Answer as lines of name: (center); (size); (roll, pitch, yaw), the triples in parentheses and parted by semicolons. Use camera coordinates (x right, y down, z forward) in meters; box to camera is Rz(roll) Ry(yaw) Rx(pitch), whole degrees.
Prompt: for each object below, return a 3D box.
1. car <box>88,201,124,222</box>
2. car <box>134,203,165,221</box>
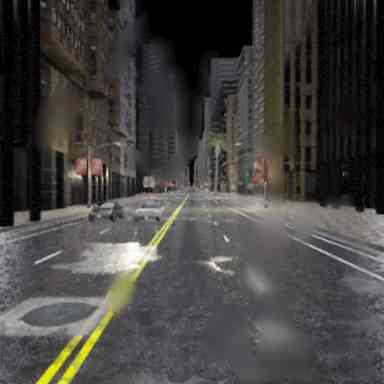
car: (-6.519, 1.443, 25.721); (1.812, 1.442, 4.674); (0, 0, 0)
car: (-3.265, 1.516, 26.032); (1.895, 1.301, 4.718); (0, 0, 0)
